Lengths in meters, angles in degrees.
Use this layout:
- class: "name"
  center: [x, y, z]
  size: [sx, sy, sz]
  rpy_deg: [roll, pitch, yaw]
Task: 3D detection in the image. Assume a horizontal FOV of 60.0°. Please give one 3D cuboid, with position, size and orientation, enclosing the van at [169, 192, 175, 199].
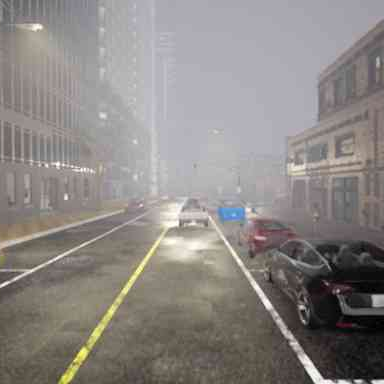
- class: "van"
  center: [-5.669, 1.014, 94.921]
  size: [1.690, 1.788, 3.998]
  rpy_deg: [-1, 0, 0]

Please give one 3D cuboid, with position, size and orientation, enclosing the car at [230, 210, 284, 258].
- class: "car"
  center: [2.679, 1.539, 12.246]
  size: [1.802, 1.307, 4.206]
  rpy_deg: [-1, 0, 0]

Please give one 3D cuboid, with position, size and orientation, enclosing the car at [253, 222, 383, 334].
- class: "car"
  center: [2.679, 1.542, 6.711]
  size: [1.947, 1.339, 4.313]
  rpy_deg: [-1, 0, 0]

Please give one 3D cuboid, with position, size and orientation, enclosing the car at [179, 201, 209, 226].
- class: "car"
  center: [0.101, 1.521, 22.580]
  size: [1.895, 1.301, 4.718]
  rpy_deg: [0, 0, 0]

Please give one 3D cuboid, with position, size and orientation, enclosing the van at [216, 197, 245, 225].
- class: "van"
  center: [2.676, 1.259, 23.314]
  size: [1.690, 1.788, 3.998]
  rpy_deg: [-1, 0, 0]

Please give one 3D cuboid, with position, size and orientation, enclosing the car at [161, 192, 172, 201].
- class: "car"
  center: [-5.837, 1.275, 72.175]
  size: [1.752, 1.417, 4.829]
  rpy_deg: [-1, 0, 0]

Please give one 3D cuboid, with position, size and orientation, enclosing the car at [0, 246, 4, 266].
- class: "car"
  center: [-5.702, 1.502, 6.553]
  size: [1.752, 1.417, 4.829]
  rpy_deg: [-1, 0, 0]

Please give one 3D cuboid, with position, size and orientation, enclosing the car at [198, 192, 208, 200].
- class: "car"
  center: [2.679, 1.170, 77.934]
  size: [1.967, 1.590, 4.097]
  rpy_deg: [-1, 0, 0]

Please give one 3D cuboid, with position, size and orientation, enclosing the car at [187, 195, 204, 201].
- class: "car"
  center: [0.098, 1.394, 37.677]
  size: [1.812, 1.442, 4.674]
  rpy_deg: [0, 0, 0]

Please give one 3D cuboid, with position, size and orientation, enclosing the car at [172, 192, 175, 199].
- class: "car"
  center: [-5.666, 1.296, 77.989]
  size: [1.947, 1.339, 4.313]
  rpy_deg: [-1, 0, 0]

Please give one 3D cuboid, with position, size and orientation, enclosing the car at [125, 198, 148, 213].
- class: "car"
  center: [-5.702, 1.320, 34.398]
  size: [1.967, 1.590, 4.097]
  rpy_deg: [-1, 0, 0]

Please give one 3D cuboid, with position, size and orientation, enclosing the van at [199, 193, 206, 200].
- class: "van"
  center: [2.678, 1.052, 83.578]
  size: [1.690, 1.788, 3.998]
  rpy_deg: [-1, 0, 0]

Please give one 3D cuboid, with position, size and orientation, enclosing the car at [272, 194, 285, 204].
- class: "car"
  center: [16.528, 1.221, 57.645]
  size: [5.009, 1.841, 2.192]
  rpy_deg: [1, 1, 1]

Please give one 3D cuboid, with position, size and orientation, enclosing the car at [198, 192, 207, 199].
- class: "car"
  center: [2.678, 1.007, 89.222]
  size: [2.192, 1.841, 5.009]
  rpy_deg: [-1, 0, 0]
